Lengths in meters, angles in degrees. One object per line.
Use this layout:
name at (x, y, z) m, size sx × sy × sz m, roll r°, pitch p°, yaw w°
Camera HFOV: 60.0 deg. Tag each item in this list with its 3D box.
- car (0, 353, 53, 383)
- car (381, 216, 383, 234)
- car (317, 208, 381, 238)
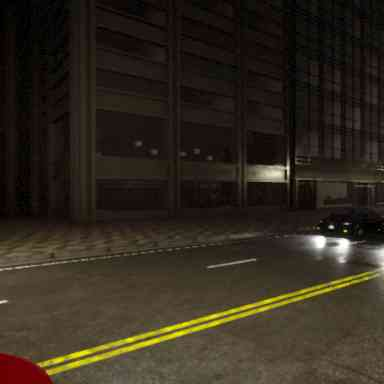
car at (-2.995, 1.527, 1.305) m, size 4.674 × 1.442 × 1.812 m, roll 0°, pitch 0°, yaw -36°
car at (11.096, 1.471, 15.475) m, size 5.008 × 1.535 × 1.882 m, roll 0°, pitch 0°, yaw -35°
car at (8.537, 1.557, 17.653) m, size 4.181 × 1.385 × 1.994 m, roll 0°, pitch 0°, yaw -35°
